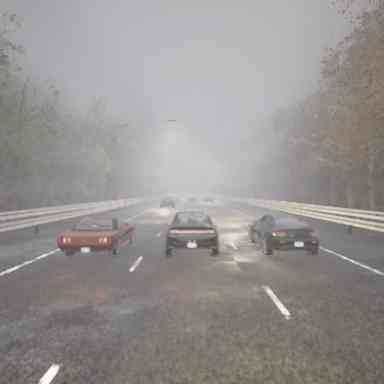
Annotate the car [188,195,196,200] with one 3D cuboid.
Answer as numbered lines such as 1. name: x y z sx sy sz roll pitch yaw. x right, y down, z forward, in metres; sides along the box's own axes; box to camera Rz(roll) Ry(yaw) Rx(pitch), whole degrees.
1. car: -0.004 1.591 92.553 2.033 1.411 5.357 0 0 0

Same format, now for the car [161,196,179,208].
1. car: -3.502 1.399 50.148 2.097 1.767 4.553 0 0 0

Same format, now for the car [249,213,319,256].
1. car: 3.499 1.545 13.171 1.812 1.442 4.674 0 0 0

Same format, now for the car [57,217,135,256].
1. car: -3.500 1.620 13.170 1.895 1.301 4.718 0 0 0

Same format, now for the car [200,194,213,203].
1. car: 3.497 1.409 72.413 2.097 1.767 4.553 0 0 0

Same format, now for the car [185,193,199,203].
1. car: -0.003 1.532 72.269 1.882 1.535 5.008 0 0 0

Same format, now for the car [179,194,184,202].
1. car: -3.503 1.649 76.516 1.895 1.301 4.718 0 0 0

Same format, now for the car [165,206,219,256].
1. car: -0.001 1.511 13.180 2.128 1.511 4.902 0 0 0
